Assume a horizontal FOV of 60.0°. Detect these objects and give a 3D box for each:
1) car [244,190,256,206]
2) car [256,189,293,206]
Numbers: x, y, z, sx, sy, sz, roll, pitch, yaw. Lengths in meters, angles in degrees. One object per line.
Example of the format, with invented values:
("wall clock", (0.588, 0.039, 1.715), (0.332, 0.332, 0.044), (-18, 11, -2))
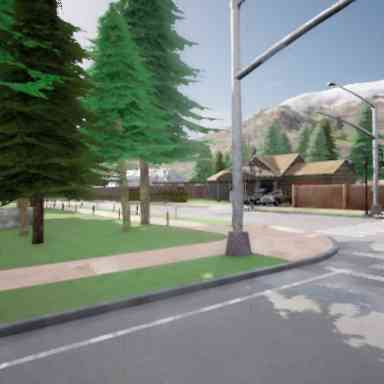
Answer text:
("car", (7.944, 0.617, 38.883), (3.866, 1.878, 1.905), (-1, 1, -37))
("car", (9.753, 0.608, 37.095), (4.605, 1.855, 1.932), (-1, 1, -37))
